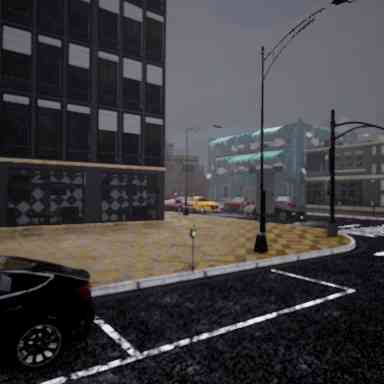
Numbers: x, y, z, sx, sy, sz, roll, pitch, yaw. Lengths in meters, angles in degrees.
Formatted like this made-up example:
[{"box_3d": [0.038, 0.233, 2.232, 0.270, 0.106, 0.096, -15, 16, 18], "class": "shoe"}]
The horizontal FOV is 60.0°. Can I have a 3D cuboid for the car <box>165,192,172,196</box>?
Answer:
[{"box_3d": [-5.007, 1.021, 42.609, 2.097, 1.767, 4.553, 1, 0, -36], "class": "car"}]

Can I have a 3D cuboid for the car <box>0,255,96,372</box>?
[{"box_3d": [-3.406, 1.563, 4.128, 4.313, 1.339, 1.947, 0, 0, -35], "class": "car"}]

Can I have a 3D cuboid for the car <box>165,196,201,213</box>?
[{"box_3d": [-1.367, 1.344, 33.219, 1.802, 1.307, 4.206, 2, 0, -36], "class": "car"}]

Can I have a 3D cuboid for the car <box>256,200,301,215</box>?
[{"box_3d": [8.671, 1.507, 33.679, 1.802, 1.307, 4.206, 2, 0, -36], "class": "car"}]

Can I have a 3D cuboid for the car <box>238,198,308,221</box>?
[{"box_3d": [6.559, 1.462, 26.739, 2.033, 1.411, 5.357, 1, 0, -36], "class": "car"}]

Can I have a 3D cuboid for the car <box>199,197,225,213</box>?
[{"box_3d": [0.796, 1.271, 34.651, 1.882, 1.535, 5.008, 1, 0, -36], "class": "car"}]

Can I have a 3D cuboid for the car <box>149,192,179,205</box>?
[{"box_3d": [-4.400, 0.959, 51.600, 2.192, 1.841, 5.009, 2, 0, -36], "class": "car"}]

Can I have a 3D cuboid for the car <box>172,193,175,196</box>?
[{"box_3d": [-1.137, 1.267, 47.120, 2.008, 1.369, 4.403, 2, 0, -36], "class": "car"}]

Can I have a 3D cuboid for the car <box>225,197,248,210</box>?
[{"box_3d": [5.404, 1.297, 38.161, 1.967, 1.590, 4.097, 2, 0, -36], "class": "car"}]
